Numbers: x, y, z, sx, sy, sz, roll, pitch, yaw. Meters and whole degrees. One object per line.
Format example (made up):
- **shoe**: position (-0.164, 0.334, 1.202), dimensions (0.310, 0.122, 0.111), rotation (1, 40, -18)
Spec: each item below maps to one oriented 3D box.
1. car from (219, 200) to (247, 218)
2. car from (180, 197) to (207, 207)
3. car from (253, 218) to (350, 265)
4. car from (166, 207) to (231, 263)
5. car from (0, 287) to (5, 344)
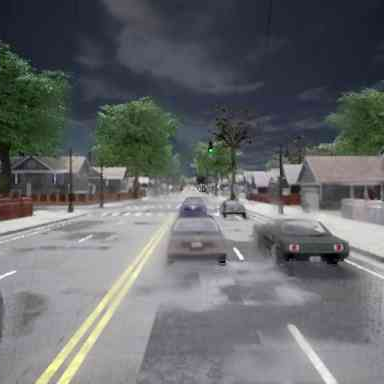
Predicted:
- **car**: position (3.354, 1.341, 27.965), dimensions (2.033, 1.411, 5.357), rotation (0, 0, 0)
- **car**: position (0.102, 1.156, 26.603), dimensions (2.097, 1.767, 4.553), rotation (0, 0, 0)
- **car**: position (3.352, 1.518, 11.257), dimensions (1.895, 1.301, 4.718), rotation (0, 0, 0)
- **car**: position (0.104, 1.463, 11.528), dimensions (2.033, 1.411, 5.357), rotation (0, 0, -1)
- **car**: position (-3.321, 1.489, 2.323), dimensions (1.837, 1.490, 4.892), rotation (0, 0, 0)
